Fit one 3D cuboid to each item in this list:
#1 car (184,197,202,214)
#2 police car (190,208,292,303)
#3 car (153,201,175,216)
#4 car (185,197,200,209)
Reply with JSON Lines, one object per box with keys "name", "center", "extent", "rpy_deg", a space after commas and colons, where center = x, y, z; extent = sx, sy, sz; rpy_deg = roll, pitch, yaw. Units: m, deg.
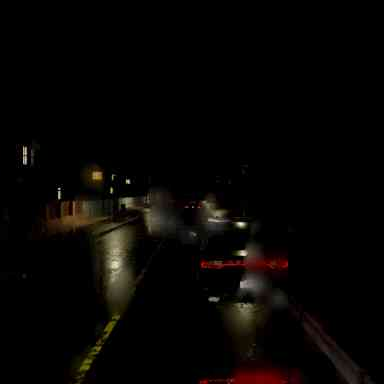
{"name": "car", "center": [0.120, 1.548, 35.397], "extent": [2.033, 1.411, 5.357], "rpy_deg": [0, 0, 0]}
{"name": "police car", "center": [0.972, 1.426, 8.421], "extent": [1.930, 1.638, 5.238], "rpy_deg": [0, 0, 0]}
{"name": "car", "center": [-2.707, 1.602, 32.457], "extent": [1.895, 1.301, 4.718], "rpy_deg": [0, 0, 0]}
{"name": "car", "center": [0.090, 1.504, 45.744], "extent": [1.837, 1.490, 4.892], "rpy_deg": [0, 0, 1]}
